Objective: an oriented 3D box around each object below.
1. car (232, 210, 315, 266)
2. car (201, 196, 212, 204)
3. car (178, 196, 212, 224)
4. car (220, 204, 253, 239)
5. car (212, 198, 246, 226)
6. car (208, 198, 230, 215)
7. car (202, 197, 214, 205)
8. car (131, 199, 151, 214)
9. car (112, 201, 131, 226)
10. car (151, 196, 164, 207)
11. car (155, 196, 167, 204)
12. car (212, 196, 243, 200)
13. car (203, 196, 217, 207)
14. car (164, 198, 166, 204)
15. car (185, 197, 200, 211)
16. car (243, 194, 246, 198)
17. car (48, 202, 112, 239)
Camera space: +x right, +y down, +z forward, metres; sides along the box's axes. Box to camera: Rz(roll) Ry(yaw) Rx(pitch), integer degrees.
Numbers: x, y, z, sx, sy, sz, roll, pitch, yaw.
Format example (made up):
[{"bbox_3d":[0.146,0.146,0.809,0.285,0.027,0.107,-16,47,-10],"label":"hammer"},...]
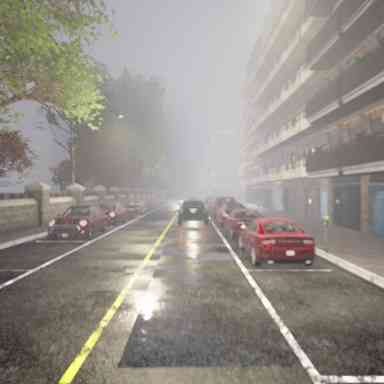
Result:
[{"bbox_3d":[2.683,1.529,11.298,1.887,1.381,4.507,0,0,0],"label":"car"},{"bbox_3d":[2.649,1.470,62.141,1.752,1.417,4.829,0,0,0],"label":"car"},{"bbox_3d":[0.085,1.323,24.370,2.097,1.767,4.553,0,0,0],"label":"car"},{"bbox_3d":[2.679,1.522,16.928,1.887,1.381,4.507,0,0,0],"label":"car"},{"bbox_3d":[2.676,1.412,22.557,1.967,1.590,4.097,0,0,0],"label":"car"},{"bbox_3d":[2.668,1.401,33.819,1.967,1.590,4.097,0,0,0],"label":"car"},{"bbox_3d":[2.653,1.511,56.340,1.947,1.339,4.313,0,0,0],"label":"car"},{"bbox_3d":[-5.712,1.513,33.812,2.008,1.369,4.403,0,0,0],"label":"car"},{"bbox_3d":[-5.705,1.414,22.551,1.967,1.590,4.097,0,0,0],"label":"car"},{"bbox_3d":[-5.724,1.476,50.533,1.752,1.417,4.829,0,0,0],"label":"car"},{"bbox_3d":[-5.731,1.472,61.794,1.752,1.417,4.829,0,0,0],"label":"car"},{"bbox_3d":[2.671,1.281,28.187,2.192,1.841,5.009,0,0,0],"label":"car"},{"bbox_3d":[2.656,1.388,50.709,1.967,1.590,4.097,0,0,0],"label":"car"},{"bbox_3d":[-5.727,1.499,56.333,2.008,1.369,4.403,0,0,0],"label":"car"},{"bbox_3d":[0.073,1.458,41.580,1.837,1.490,4.892,0,0,0],"label":"car"},{"bbox_3d":[14.558,1.529,88.971,5.009,1.841,2.192,1,-1,0],"label":"car"},{"bbox_3d":[-5.702,1.420,16.922,1.967,1.590,4.097,0,0,0],"label":"car"}]
